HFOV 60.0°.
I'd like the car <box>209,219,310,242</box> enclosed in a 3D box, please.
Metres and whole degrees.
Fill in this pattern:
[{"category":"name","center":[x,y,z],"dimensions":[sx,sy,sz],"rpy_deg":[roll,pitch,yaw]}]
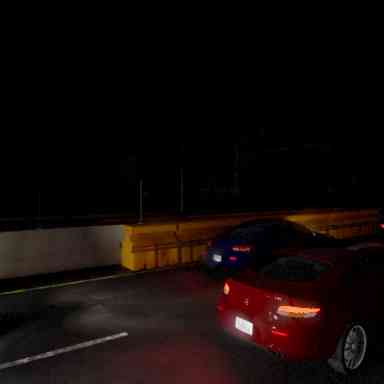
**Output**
[{"category":"car","center":[2.525,1.526,9.851],"dimensions":[4.674,1.442,1.812],"rpy_deg":[0,0,-36]}]

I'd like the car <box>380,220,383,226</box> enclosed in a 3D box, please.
[{"category":"car","center":[10.854,1.547,15.790],"dimensions":[5.357,1.411,2.033],"rpy_deg":[0,0,-36]}]

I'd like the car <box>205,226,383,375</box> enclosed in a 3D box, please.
[{"category":"car","center":[2.525,1.526,5.555],"dimensions":[4.674,1.442,1.812],"rpy_deg":[0,0,-36]}]
